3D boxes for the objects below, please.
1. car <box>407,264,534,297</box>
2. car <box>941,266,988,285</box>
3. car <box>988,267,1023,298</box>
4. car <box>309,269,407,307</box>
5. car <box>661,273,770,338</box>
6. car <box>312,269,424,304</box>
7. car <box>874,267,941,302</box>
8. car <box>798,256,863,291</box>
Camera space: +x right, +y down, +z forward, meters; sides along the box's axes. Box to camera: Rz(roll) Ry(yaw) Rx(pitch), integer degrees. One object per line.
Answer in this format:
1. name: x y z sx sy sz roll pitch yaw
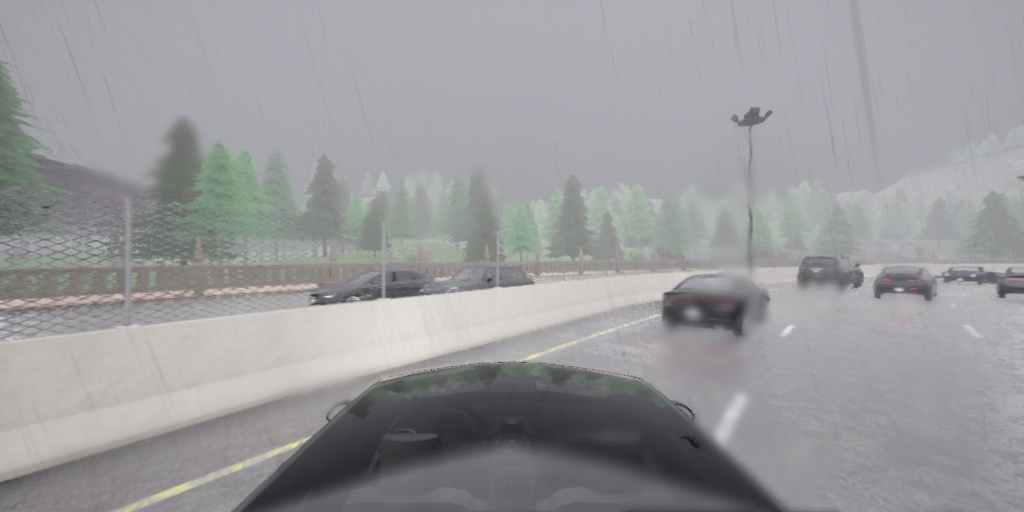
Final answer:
1. car: -1.179 1.120 13.185 2.097 1.767 4.553 0 0 43
2. car: 34.159 1.407 26.758 4.718 1.301 1.895 0 0 -27
3. car: 25.329 1.280 17.552 4.902 1.511 2.128 0 0 -35
4. car: -5.165 1.273 13.994 1.837 1.490 4.892 0 0 41
5. car: 6.063 1.245 10.447 1.882 1.535 5.008 0 0 44
6. car: -6.818 1.373 17.441 1.895 1.301 4.718 0 0 42
7. car: 19.213 1.290 17.475 4.892 1.490 1.837 0 0 -38
8. car: 19.906 1.014 22.394 5.566 2.045 2.150 0 0 -35
